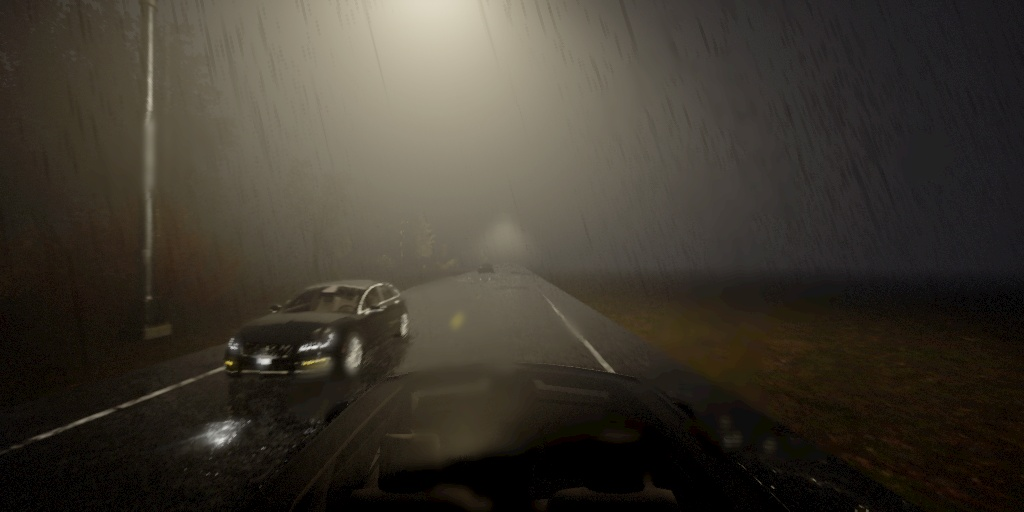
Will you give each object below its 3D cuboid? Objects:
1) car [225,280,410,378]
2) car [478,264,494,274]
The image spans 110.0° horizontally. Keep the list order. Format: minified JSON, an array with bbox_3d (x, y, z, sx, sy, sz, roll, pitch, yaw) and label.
[{"bbox_3d":[-3.601,1.308,7.648,1.837,1.490,4.892,0,-1,0],"label":"car"},{"bbox_3d":[-3.570,1.746,49.616,1.994,1.385,4.181,0,0,0],"label":"car"}]
